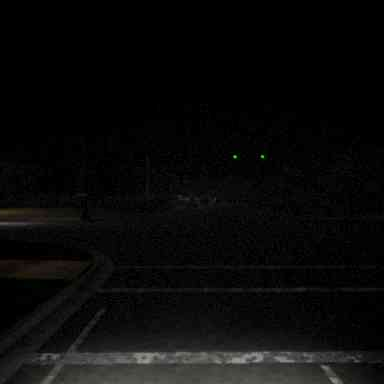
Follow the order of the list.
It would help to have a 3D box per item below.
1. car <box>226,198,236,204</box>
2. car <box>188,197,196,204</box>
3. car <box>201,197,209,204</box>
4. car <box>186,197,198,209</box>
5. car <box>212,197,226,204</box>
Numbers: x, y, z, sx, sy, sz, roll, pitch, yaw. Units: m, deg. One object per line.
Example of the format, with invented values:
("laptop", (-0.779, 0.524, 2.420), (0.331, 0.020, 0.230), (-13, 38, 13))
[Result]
("car", (10.498, 2.341, 87.322), (1.882, 1.535, 5.008), (0, -1, 0))
("car", (-0.002, 2.225, 87.710), (2.097, 1.767, 4.553), (0, -1, 0))
("car", (3.498, 2.362, 87.322), (1.837, 1.490, 4.892), (0, -1, 0))
("car", (-0.001, 2.045, 56.715), (1.882, 1.535, 5.008), (0, -1, 0))
("car", (6.998, 2.388, 87.322), (2.128, 1.511, 4.902), (0, -1, 0))
